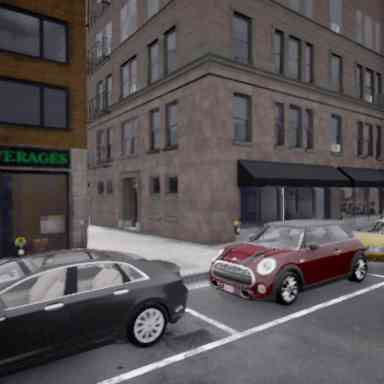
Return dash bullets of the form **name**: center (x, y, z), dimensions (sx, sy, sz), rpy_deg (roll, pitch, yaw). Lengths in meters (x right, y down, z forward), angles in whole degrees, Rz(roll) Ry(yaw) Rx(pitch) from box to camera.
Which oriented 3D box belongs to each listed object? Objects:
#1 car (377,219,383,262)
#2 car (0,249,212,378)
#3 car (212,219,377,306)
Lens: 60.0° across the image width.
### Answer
- **car**: center (6.676, 1.481, 11.108), dimensions (4.829, 1.417, 1.752), rpy_deg (0, 0, -36)
- **car**: center (-2.096, 1.569, 4.693), dimensions (4.403, 1.369, 2.008), rpy_deg (0, 0, -36)
- **car**: center (2.357, 1.426, 7.951), dimensions (4.097, 1.590, 1.967), rpy_deg (0, 0, -36)
